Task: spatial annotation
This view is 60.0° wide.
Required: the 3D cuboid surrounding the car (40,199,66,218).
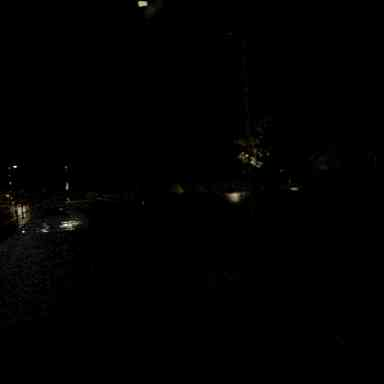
[{"bbox_3d":[-12.328,1.379,29.637,1.882,1.535,5.008,-4,2,-21],"label":"car"}]
